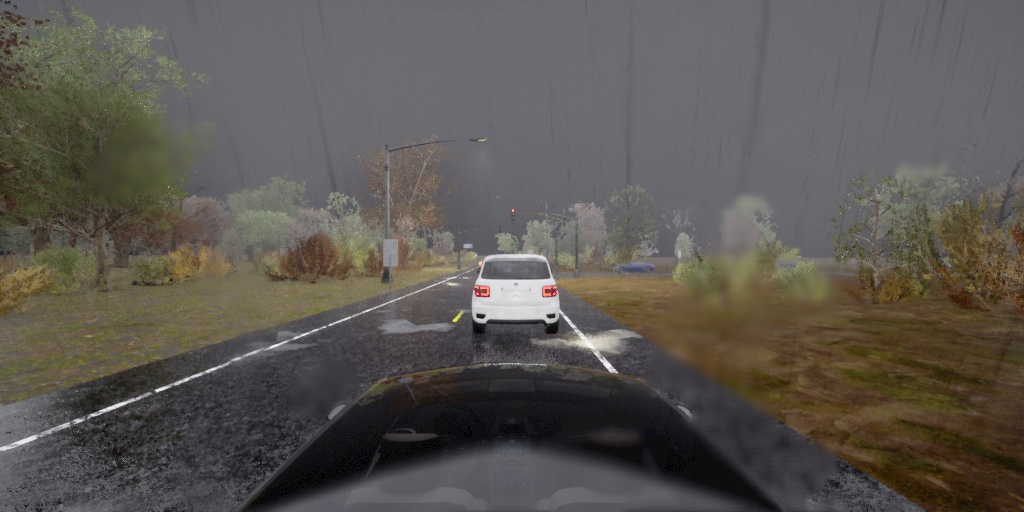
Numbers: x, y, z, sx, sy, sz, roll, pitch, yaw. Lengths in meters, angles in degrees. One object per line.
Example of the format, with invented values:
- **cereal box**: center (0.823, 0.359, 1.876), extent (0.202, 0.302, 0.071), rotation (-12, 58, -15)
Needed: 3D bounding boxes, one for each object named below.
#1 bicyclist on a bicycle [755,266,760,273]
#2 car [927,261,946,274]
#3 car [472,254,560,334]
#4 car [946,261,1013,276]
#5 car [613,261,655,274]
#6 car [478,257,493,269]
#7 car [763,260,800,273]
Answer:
- **bicyclist on a bicycle**: center (24.009, 1.223, 35.244), extent (0.582, 1.620, 1.656), rotation (0, 0, 1)
- **car**: center (49.658, 1.278, 40.192), extent (4.902, 1.511, 2.128), rotation (0, 0, 5)
- **car**: center (0.086, 0.971, 10.753), extent (2.150, 2.045, 5.566), rotation (0, 0, 0)
- **car**: center (49.064, 1.279, 37.129), extent (4.902, 1.511, 2.128), rotation (0, 0, 5)
- **car**: center (14.169, 1.285, 41.738), extent (4.674, 1.442, 1.812), rotation (0, 0, 1)
- **car**: center (-4.220, 1.104, 57.571), extent (2.097, 1.767, 4.553), rotation (0, 0, -2)
- **car**: center (30.411, 1.248, 41.361), extent (5.008, 1.535, 1.882), rotation (0, 0, 2)
